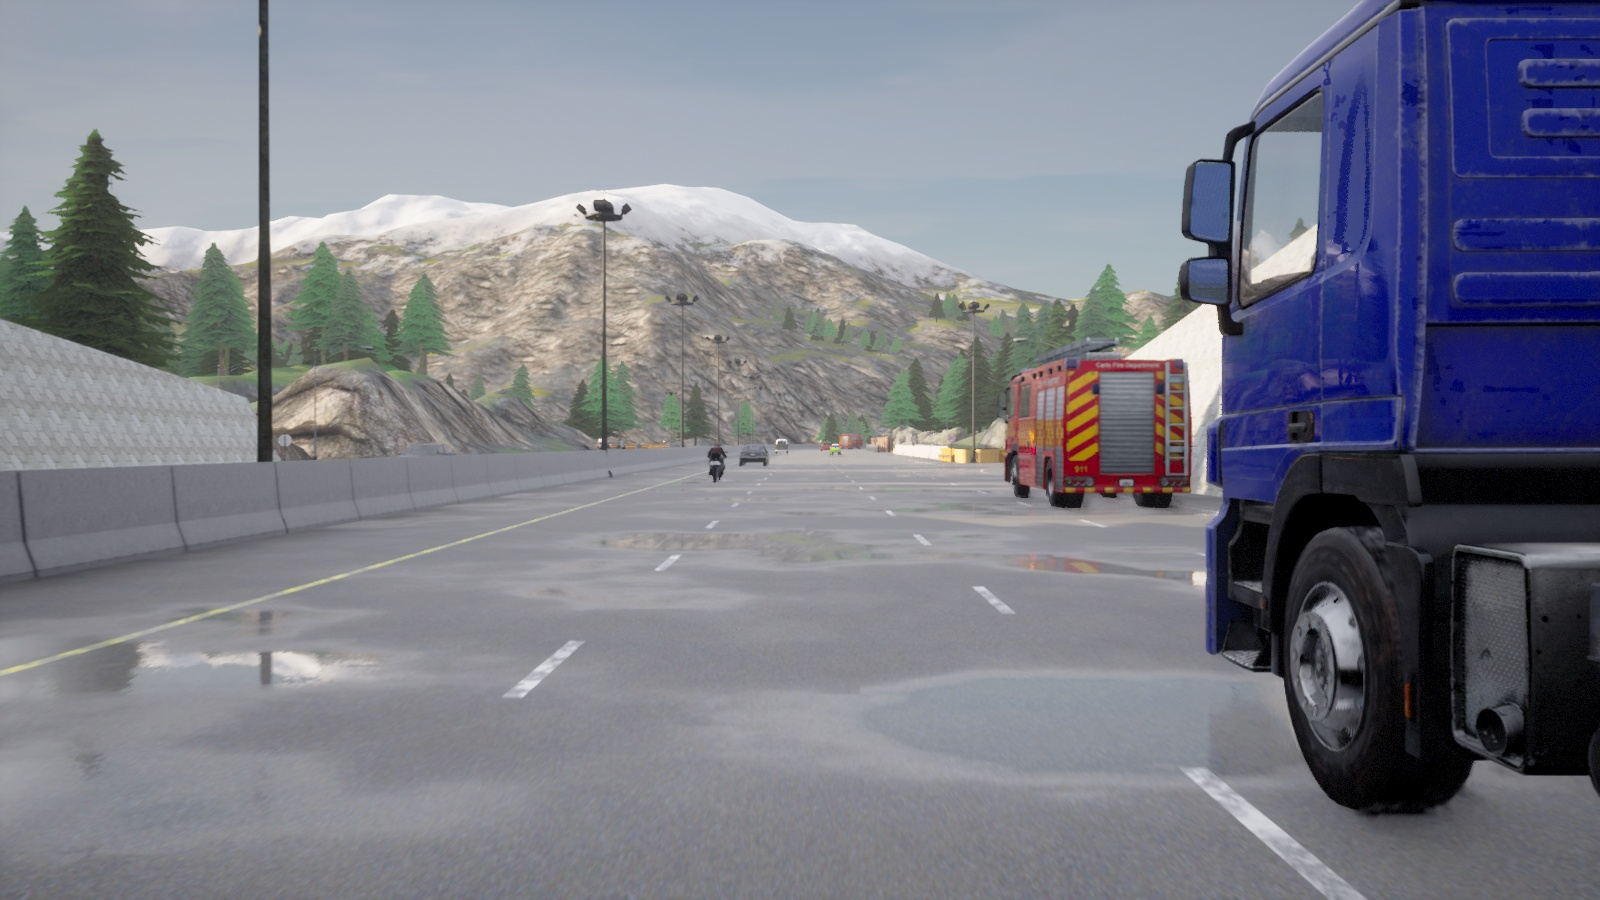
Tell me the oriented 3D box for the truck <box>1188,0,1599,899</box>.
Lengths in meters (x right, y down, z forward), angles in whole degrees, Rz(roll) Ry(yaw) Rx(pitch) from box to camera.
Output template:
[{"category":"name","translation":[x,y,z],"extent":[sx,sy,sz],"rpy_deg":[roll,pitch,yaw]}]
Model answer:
[{"category":"truck","translation":[3.532,-0.249,2.846],"extent":[2.891,3.462,7.936],"rpy_deg":[0,0,0]}]

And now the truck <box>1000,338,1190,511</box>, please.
[{"category":"truck","translation":[7.199,-0.593,32.003],"extent":[2.891,3.827,8.468],"rpy_deg":[0,0,0]}]

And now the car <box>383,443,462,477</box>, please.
[{"category":"car","translation":[-17.158,0.409,57.319],"extent":[2.163,1.488,4.792],"rpy_deg":[0,0,0]}]

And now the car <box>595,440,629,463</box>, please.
[{"category":"car","translation":[-13.470,0.125,90.303],"extent":[1.851,1.617,3.988],"rpy_deg":[0,0,0]}]

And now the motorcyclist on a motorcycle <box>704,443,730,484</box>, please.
[{"category":"motorcyclist on a motorcycle","translation":[-3.208,0.505,48.608],"extent":[0.866,1.530,2.191],"rpy_deg":[0,0,0]}]

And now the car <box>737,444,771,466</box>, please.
[{"category":"car","translation":[-3.010,0.321,83.411],"extent":[2.033,1.411,5.357],"rpy_deg":[0,0,0]}]
